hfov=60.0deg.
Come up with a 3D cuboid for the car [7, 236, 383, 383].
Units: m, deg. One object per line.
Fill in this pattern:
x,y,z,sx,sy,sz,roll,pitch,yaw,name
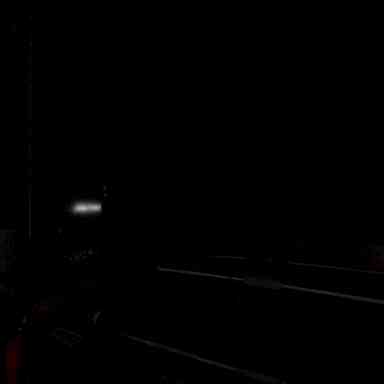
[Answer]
0.573,1.315,2.666,5.009,1.841,2.192,0,0,35,car
